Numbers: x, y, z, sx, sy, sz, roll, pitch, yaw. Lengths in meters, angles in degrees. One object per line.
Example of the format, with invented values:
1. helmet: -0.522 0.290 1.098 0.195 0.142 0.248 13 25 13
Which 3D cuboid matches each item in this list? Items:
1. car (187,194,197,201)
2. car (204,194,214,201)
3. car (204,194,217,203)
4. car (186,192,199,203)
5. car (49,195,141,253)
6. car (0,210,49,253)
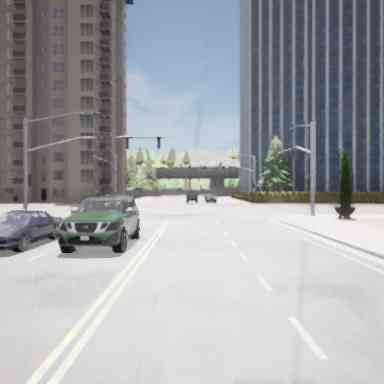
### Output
1. car: 0.036 1.194 71.190 1.994 1.385 4.181 0 0 0
2. car: 3.536 1.110 70.991 1.837 1.490 4.892 0 0 0
3. car: 3.531 1.315 60.797 1.895 1.301 4.718 0 0 0
4. car: 0.031 0.935 60.802 2.150 2.045 5.566 0 0 0
5. car: -3.503 1.162 13.669 2.150 2.045 5.566 0 0 0
6. car: -7.003 1.483 13.701 2.033 1.411 5.357 0 0 0
